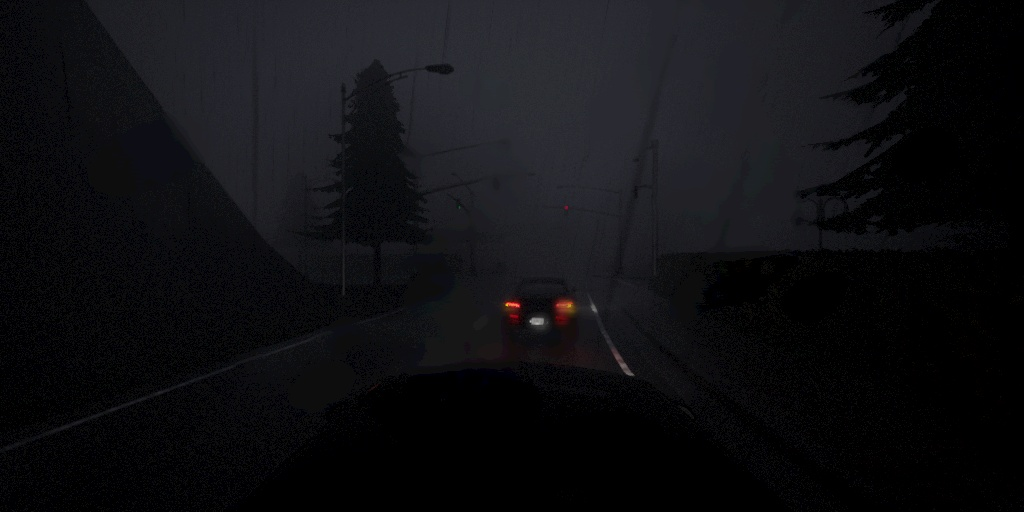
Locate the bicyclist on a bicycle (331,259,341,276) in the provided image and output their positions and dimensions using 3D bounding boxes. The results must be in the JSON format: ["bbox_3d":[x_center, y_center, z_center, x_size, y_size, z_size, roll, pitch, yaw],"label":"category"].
[{"bbox_3d":[-17.328,1.166,35.443,0.582,1.620,1.656,0,0,8],"label":"bicyclist on a bicycle"}]

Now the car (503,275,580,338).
[{"bbox_3d":[0.930,1.266,10.146,1.812,1.442,4.674,0,0,9],"label":"car"}]
